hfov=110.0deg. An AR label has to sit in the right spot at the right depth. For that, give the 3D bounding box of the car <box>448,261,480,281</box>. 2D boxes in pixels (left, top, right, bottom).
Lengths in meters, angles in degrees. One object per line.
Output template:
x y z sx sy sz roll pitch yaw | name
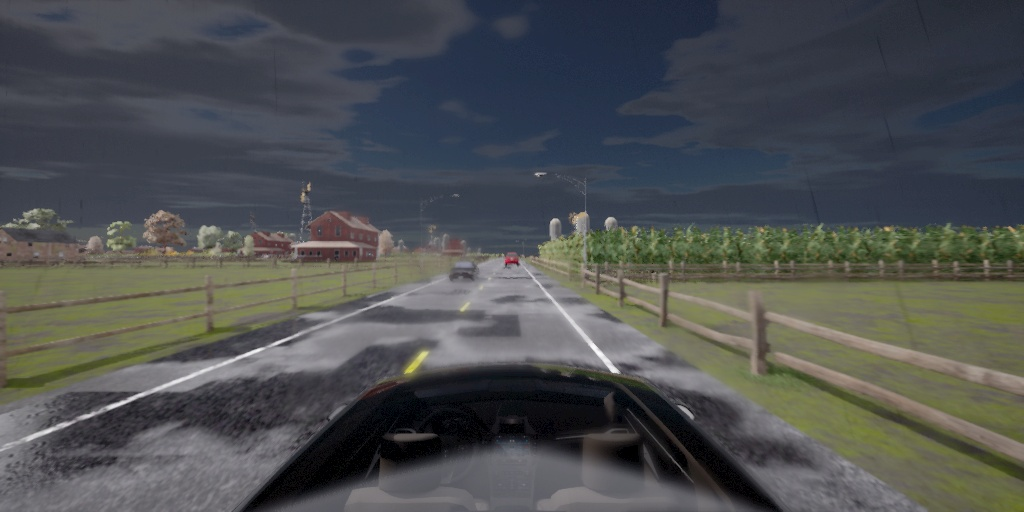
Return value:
-3.498 1.096 27.117 2.033 1.411 5.357 0 0 0 | car

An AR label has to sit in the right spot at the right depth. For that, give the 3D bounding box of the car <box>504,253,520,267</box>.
0.001 0.550 55.521 2.150 2.045 5.566 0 0 0 | car
